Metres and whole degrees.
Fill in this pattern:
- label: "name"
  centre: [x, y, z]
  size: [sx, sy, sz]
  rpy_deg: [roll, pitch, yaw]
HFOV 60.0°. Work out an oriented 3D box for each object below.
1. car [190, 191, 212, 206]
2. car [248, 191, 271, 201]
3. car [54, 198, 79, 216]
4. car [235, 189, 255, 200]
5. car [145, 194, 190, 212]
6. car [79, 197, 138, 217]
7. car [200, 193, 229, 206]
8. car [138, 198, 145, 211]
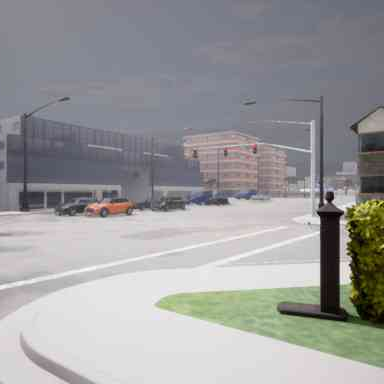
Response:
- label: "car"
  centre: [1.064, 0.879, 49.068]
  size: [2.150, 2.045, 5.566]
  rpy_deg: [0, 1, 35]
- label: "car"
  centre: [12.193, 0.883, 58.819]
  size: [1.895, 1.301, 4.718]
  rpy_deg: [0, 1, 35]
- label: "car"
  centre: [-10.874, 1.306, 32.030]
  size: [2.097, 1.767, 4.553]
  rpy_deg: [0, 0, 35]
- label: "car"
  centre: [10.176, 0.476, 62.022]
  size: [2.150, 2.045, 5.566]
  rpy_deg: [0, 1, 35]
- label: "car"
  centre: [-2.684, 1.240, 37.612]
  size: [2.097, 1.767, 4.553]
  rpy_deg: [0, 1, 35]
- label: "car"
  centre: [-7.614, 1.301, 30.589]
  size: [2.097, 1.767, 4.553]
  rpy_deg: [0, 0, 35]
- label: "car"
  centre: [3.500, 1.241, 46.452]
  size: [1.994, 1.385, 4.181]
  rpy_deg: [0, 1, 35]
- label: "car"
  centre: [-5.451, 1.432, 39.782]
  size: [2.033, 1.411, 5.357]
  rpy_deg: [0, 1, 35]
